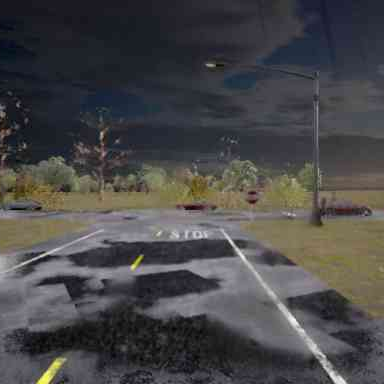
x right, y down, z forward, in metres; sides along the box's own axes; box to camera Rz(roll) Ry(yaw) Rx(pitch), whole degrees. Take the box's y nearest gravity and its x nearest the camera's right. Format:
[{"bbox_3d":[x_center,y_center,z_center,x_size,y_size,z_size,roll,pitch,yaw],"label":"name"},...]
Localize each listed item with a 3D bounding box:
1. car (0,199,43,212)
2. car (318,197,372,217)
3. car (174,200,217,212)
[{"bbox_3d":[-18.780,1.452,36.699,4.181,1.385,1.994,0,0,-2],"label":"car"},{"bbox_3d":[13.954,1.387,30.575,4.553,1.767,2.097,0,0,-2],"label":"car"},{"bbox_3d":[0.377,1.571,37.215,4.718,1.301,1.895,0,0,-1],"label":"car"}]
